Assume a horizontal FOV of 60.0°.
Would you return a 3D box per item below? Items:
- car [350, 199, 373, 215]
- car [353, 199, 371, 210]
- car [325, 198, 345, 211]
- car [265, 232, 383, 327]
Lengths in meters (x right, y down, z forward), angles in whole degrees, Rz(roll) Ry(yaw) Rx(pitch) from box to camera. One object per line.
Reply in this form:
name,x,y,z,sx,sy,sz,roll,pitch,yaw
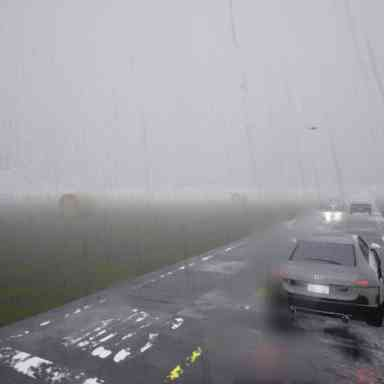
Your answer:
car,17.130,1.455,33.730,1.882,1.535,5.008,0,0,28
car,22.011,1.558,43.022,1.895,1.301,4.718,0,0,28
car,17.092,1.460,39.626,2.128,1.511,4.902,0,0,28
car,3.018,1.562,7.247,1.994,1.385,4.181,0,0,28
